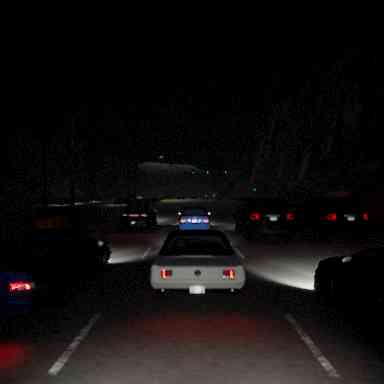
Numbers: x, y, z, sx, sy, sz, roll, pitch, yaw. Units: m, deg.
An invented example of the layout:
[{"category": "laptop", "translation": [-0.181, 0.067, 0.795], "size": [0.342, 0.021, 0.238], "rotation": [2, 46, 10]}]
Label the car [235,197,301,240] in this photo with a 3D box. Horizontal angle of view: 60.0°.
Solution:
[{"category": "car", "translation": [3.634, 1.278, 17.495], "size": [2.150, 2.045, 5.566], "rotation": [0, 0, 0]}]

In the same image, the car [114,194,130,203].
[{"category": "car", "translation": [-13.844, 1.660, 64.495], "size": [1.837, 1.490, 4.892], "rotation": [0, 0, 0]}]

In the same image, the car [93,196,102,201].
[{"category": "car", "translation": [-24.148, 1.628, 84.325], "size": [1.994, 1.385, 4.181], "rotation": [0, 0, 1]}]

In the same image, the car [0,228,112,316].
[{"category": "car", "translation": [-3.384, 1.572, 7.842], "size": [2.033, 1.411, 5.357], "rotation": [0, 0, 0]}]

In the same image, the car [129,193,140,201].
[{"category": "car", "translation": [-13.745, 1.365, 74.589], "size": [2.150, 2.045, 5.566], "rotation": [0, 0, 1]}]

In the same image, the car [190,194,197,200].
[{"category": "car", "translation": [0.446, 1.528, 93.452], "size": [1.994, 1.385, 4.181], "rotation": [0, 1, 1]}]

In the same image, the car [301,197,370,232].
[{"category": "car", "translation": [7.134, 1.278, 17.564], "size": [2.150, 2.045, 5.566], "rotation": [0, 0, 0]}]

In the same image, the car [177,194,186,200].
[{"category": "car", "translation": [-3.058, 1.454, 93.106], "size": [1.882, 1.535, 5.008], "rotation": [0, 1, 1]}]

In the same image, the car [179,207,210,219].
[{"category": "car", "translation": [0.144, 1.610, 20.401], "size": [2.033, 1.411, 5.357], "rotation": [0, 0, 0]}]

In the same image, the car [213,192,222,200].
[{"category": "car", "translation": [7.444, 1.521, 93.189], "size": [2.033, 1.411, 5.357], "rotation": [0, 1, 1]}]

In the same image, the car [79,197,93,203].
[{"category": "car", "translation": [-24.249, 1.737, 74.253], "size": [1.895, 1.301, 4.718], "rotation": [0, 0, 1]}]

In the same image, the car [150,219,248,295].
[{"category": "car", "translation": [0.117, 1.628, 8.741], "size": [1.895, 1.301, 4.718], "rotation": [0, 0, 0]}]

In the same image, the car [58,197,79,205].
[{"category": "car", "translation": [-24.344, 1.633, 64.571], "size": [1.882, 1.535, 5.008], "rotation": [0, 0, 0]}]

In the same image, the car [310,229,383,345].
[{"category": "car", "translation": [3.610, 1.581, 5.497], "size": [1.994, 1.385, 4.181], "rotation": [0, 0, 0]}]

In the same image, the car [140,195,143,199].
[{"category": "car", "translation": [-13.643, 1.594, 84.768], "size": [1.812, 1.442, 4.674], "rotation": [0, 0, 1]}]

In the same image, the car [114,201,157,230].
[{"category": "car", "translation": [-3.355, 1.558, 21.451], "size": [2.128, 1.511, 4.902], "rotation": [0, 0, 0]}]

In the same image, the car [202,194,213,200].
[{"category": "car", "translation": [3.942, 1.501, 93.040], "size": [2.128, 1.511, 4.902], "rotation": [0, 1, 1]}]
